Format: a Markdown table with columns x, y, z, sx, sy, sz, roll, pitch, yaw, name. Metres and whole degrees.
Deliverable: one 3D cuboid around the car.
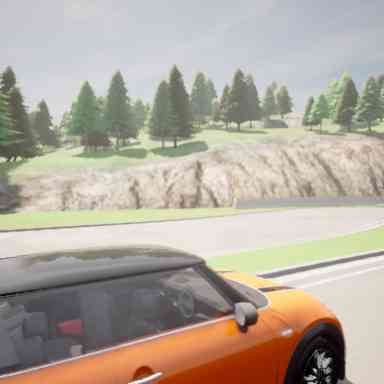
| x | y | z | sx | sy | sz | roll | pitch | yaw | name |
| --- | --- | --- | --- | --- | --- | --- | --- | --- | --- |
| -0.454 | 1.346 | 3.392 | 4.553 | 1.767 | 2.097 | 0 | 0 | -35 | car |
